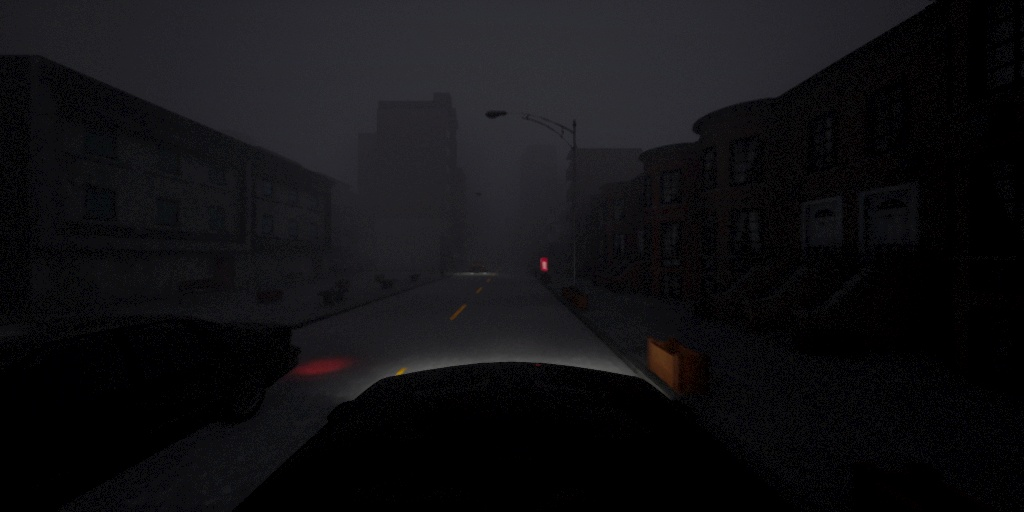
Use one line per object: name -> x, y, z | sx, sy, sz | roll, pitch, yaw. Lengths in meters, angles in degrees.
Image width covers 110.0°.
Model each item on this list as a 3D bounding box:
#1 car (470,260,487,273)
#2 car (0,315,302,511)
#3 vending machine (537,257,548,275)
car -> -4.108, 1.226, 44.495 | 1.882, 1.535, 5.008 | 0, 0, 0
car -> -4.100, 1.297, 3.042 | 2.033, 1.411, 5.357 | 0, 0, 0
vending machine -> 4.268, 1.164, 47.546 | 1.100, 2.100, 0.880 | 0, 0, 0
